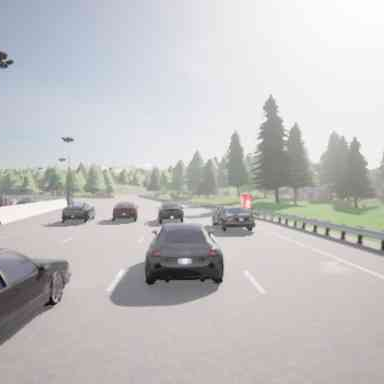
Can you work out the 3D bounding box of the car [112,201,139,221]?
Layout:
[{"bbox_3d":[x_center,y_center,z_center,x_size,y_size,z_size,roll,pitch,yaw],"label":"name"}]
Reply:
[{"bbox_3d":[-5.453,1.520,27.559,1.882,1.535,5.008,0,0,-8],"label":"car"}]

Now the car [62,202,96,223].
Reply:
[{"bbox_3d":[-8.766,1.539,25.969,2.128,1.511,4.902,0,0,-8],"label":"car"}]

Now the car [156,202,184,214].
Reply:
[{"bbox_3d":[-1.732,1.538,26.169,1.837,1.490,4.892,0,0,-7],"label":"car"}]

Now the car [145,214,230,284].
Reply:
[{"bbox_3d":[-0.259,1.576,9.710,1.994,1.385,4.181,0,0,-3],"label":"car"}]

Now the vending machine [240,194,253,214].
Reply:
[{"bbox_3d":[5.646,1.222,34.382,1.100,2.100,0.880,0,0,-9],"label":"vending machine"}]

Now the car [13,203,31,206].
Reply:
[{"bbox_3d":[-23.997,1.583,48.386,1.882,1.535,5.008,0,0,-14],"label":"car"}]

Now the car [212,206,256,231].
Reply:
[{"bbox_3d":[2.448,1.566,20.711,2.033,1.411,5.357,0,0,-6],"label":"car"}]

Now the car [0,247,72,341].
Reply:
[{"bbox_3d":[-3.531,1.561,4.981,2.033,1.411,5.357,0,0,-2],"label":"car"}]
